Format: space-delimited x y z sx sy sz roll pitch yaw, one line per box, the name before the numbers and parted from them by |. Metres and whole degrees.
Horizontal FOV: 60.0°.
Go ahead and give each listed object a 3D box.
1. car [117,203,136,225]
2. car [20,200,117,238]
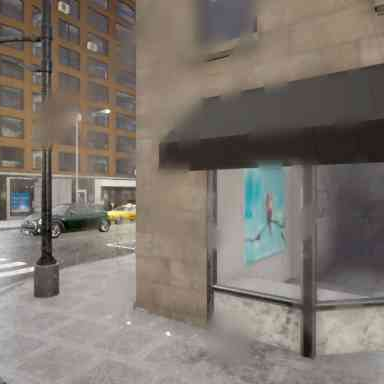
car | -4.829 1.548 24.650 1.752 1.417 4.829 0 0 36
car | -6.634 1.366 17.825 2.097 1.767 4.553 0 0 36
